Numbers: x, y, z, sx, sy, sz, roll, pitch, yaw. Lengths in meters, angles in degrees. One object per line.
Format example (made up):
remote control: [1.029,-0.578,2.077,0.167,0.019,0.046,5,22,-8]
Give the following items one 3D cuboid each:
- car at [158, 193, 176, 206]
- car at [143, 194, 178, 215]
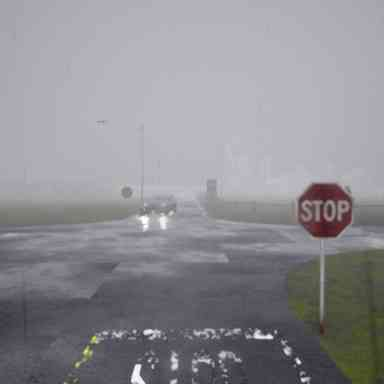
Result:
car: [-3.287,0.968,44.692,2.128,1.511,4.902,0,1,-1]
car: [-2.703,1.002,29.158,2.097,1.767,4.553,0,1,11]
